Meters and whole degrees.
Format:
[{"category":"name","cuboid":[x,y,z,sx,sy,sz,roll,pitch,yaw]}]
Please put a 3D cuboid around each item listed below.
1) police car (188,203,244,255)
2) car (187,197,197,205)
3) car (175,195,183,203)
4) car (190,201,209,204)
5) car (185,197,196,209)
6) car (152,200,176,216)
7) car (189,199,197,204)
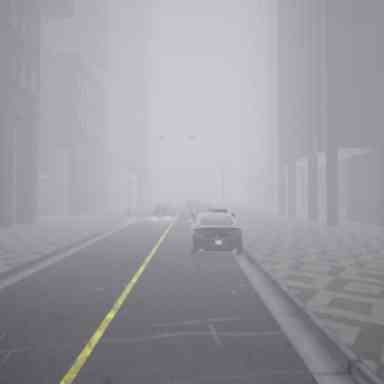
[{"category":"police car","cuboid":[0.899,1.494,13.776,1.930,1.638,5.238,0,0,0]},{"category":"car","cuboid":[-0.010,1.771,65.260,1.882,1.535,5.008,0,0,0]},{"category":"car","cuboid":[-3.012,1.683,76.868,2.128,1.511,4.902,0,0,0]},{"category":"car","cuboid":[0.897,1.638,23.666,1.812,1.442,4.674,0,0,0]},{"category":"car","cuboid":[-0.003,1.745,49.186,1.812,1.442,4.674,0,0,0]},{"category":"car","cuboid":[-3.101,1.761,35.383,1.895,1.301,4.718,0,0,0]},{"category":"car","cuboid":[0.896,1.642,29.668,1.837,1.490,4.892,0,0,0]}]
